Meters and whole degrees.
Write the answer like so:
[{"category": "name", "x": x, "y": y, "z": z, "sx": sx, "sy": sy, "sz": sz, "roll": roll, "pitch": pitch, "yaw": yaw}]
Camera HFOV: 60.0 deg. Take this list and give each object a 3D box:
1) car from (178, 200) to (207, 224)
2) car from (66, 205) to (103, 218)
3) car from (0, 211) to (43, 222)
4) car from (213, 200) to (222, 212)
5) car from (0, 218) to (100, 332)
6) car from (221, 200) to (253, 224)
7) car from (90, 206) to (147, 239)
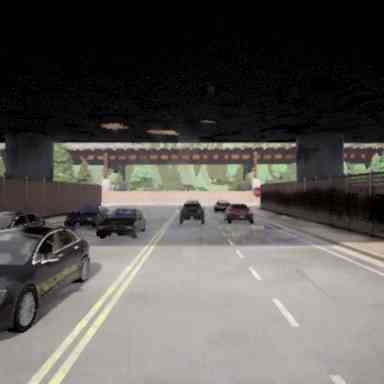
[{"category": "car", "x": 0.023, "y": 1.560, "z": 25.292, "sx": 1.837, "sy": 1.490, "sz": 4.892, "roll": 0, "pitch": -1, "yaw": 1}, {"category": "car", "x": -7.044, "y": 1.600, "z": 23.276, "sx": 2.033, "sy": 1.411, "sz": 5.357, "roll": 0, "pitch": 0, "yaw": 1}, {"category": "car", "x": -7.086, "y": 1.533, "z": 12.623, "sx": 1.837, "sy": 1.490, "sz": 4.892, "roll": 0, "pitch": 0, "yaw": 0}, {"category": "car", "x": 3.563, "y": 1.653, "z": 39.345, "sx": 1.994, "sy": 1.385, "sz": 4.181, "roll": 0, "pitch": 0, "yaw": 0}, {"category": "car", "x": -3.579, "y": 1.522, "z": 6.906, "sx": 1.837, "sy": 1.490, "sz": 4.892, "roll": 0, "pitch": 0, "yaw": 0}, {"category": "car", "x": 3.523, "y": 1.584, "z": 25.515, "sx": 1.812, "sy": 1.442, "sz": 4.674, "roll": 0, "pitch": 0, "yaw": 1}, {"category": "car", "x": -3.582, "y": 1.588, "z": 17.979, "sx": 2.033, "sy": 1.411, "sz": 5.357, "roll": 0, "pitch": 0, "yaw": 0}]
